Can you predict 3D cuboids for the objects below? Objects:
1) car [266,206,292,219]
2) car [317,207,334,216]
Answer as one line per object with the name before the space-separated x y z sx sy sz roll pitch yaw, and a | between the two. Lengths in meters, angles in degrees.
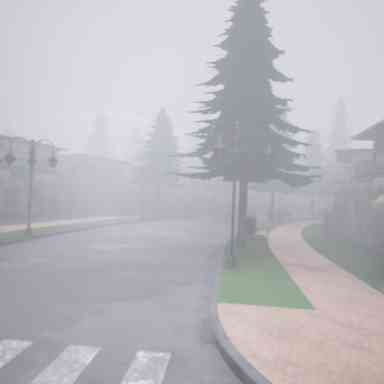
car | 11.463 2.630 43.487 1.882 1.535 5.008 2 -1 39
car | 21.993 3.218 53.422 4.892 1.490 1.837 3 -1 -38
